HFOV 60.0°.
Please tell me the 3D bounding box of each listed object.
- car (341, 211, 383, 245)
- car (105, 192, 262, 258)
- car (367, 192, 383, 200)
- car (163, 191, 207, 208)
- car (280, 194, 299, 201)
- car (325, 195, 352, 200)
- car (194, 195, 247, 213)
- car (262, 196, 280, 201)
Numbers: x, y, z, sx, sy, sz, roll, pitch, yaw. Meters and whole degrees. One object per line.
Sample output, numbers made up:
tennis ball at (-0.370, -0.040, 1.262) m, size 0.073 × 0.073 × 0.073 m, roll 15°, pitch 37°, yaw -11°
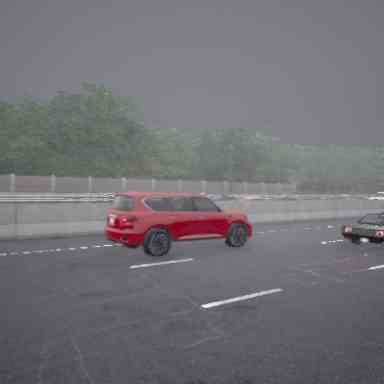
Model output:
car at (8.314, 1.529, 13.678) m, size 4.718 × 1.301 × 1.895 m, roll 0°, pitch 1°, yaw -34°
car at (-0.334, 1.025, 12.136) m, size 5.566 × 2.045 × 2.150 m, roll 0°, pitch 1°, yaw -34°
car at (23.654, 1.015, 40.631) m, size 5.566 × 2.045 × 2.150 m, roll 1°, pitch 1°, yaw -33°
car at (-0.759, 0.776, 37.121) m, size 4.553 × 1.767 × 2.097 m, roll 0°, pitch 1°, yaw -33°
car at (12.925, 1.049, 46.163) m, size 4.674 × 1.442 × 1.812 m, roll 1°, pitch 1°, yaw -33°
car at (17.811, 1.187, 41.003) m, size 4.892 × 1.490 × 1.837 m, roll 0°, pitch 1°, yaw -33°
car at (2.707, 1.081, 31.042) m, size 4.892 × 1.490 × 1.837 m, roll 1°, pitch 1°, yaw -33°
car at (4.799, 1.129, 28.233) m, size 5.008 × 1.535 × 1.882 m, roll 0°, pitch 1°, yaw -33°
